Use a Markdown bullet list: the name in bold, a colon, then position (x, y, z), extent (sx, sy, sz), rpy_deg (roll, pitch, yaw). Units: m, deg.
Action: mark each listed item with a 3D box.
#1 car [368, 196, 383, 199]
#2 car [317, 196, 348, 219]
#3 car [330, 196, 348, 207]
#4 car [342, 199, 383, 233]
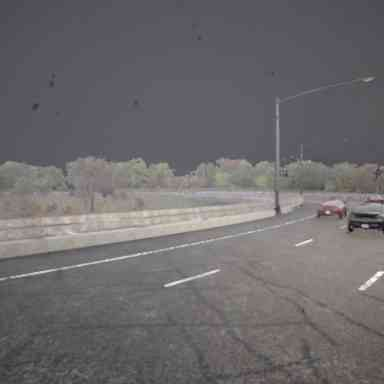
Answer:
- **car**: position (20.946, 1.194, 37.923), extent (1.882, 1.535, 5.008), rpy_deg (0, 0, 24)
- **car**: position (11.321, 1.338, 26.709), extent (1.812, 1.442, 4.674), rpy_deg (0, 0, 31)
- **car**: position (20.505, 1.235, 46.420), extent (1.994, 1.385, 4.181), rpy_deg (0, 0, 20)
- **car**: position (9.725, 1.372, 17.916), extent (1.837, 1.490, 4.892), rpy_deg (0, 1, 36)
